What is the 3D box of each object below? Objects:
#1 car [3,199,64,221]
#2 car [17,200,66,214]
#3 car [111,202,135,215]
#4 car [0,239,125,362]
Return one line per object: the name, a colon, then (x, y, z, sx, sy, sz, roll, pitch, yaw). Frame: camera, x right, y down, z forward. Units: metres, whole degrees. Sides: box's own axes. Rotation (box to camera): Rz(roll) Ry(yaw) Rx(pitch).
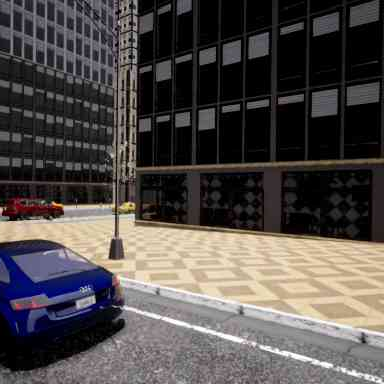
car: (-13.798, 1.520, 29.153, 2.192, 1.841, 5.009, 1, 0, 36)
car: (-17.331, 1.643, 38.515, 1.752, 1.417, 4.829, 1, 0, 36)
car: (-7.035, 1.830, 38.391, 1.752, 1.417, 4.829, 1, 0, 36)
car: (-3.195, 1.561, 5.944, 4.181, 1.385, 1.994, 0, 0, 34)
